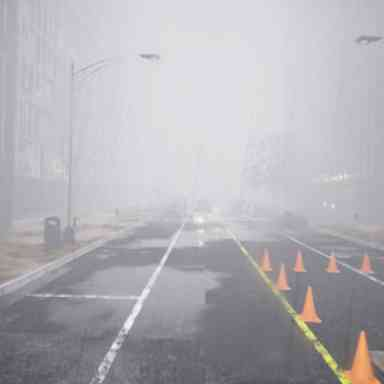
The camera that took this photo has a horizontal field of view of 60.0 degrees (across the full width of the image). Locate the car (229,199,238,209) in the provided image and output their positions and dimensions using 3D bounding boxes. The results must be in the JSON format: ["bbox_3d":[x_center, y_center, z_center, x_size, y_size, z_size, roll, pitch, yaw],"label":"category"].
[{"bbox_3d":[7.242,1.819,50.910,1.967,1.590,4.097,1,0,1],"label":"car"}]

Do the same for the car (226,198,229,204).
[{"bbox_3d":[7.383,1.842,56.601,1.967,1.590,4.097,1,0,1],"label":"car"}]

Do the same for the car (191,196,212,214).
[{"bbox_3d":[1.267,1.569,39.417,2.097,1.767,4.553,1,0,1],"label":"car"}]

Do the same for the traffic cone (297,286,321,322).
[{"bbox_3d":[2.157,2.031,6.116,0.340,0.580,0.340,1,0,1],"label":"traffic cone"}]

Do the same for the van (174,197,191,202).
[{"bbox_3d":[-1.414,1.506,39.741,1.690,1.788,3.998,1,0,1],"label":"van"}]

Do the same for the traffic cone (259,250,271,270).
[{"bbox_3d":[2.256,2.053,10.114,0.340,0.580,0.340,1,0,1],"label":"traffic cone"}]

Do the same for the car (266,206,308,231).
[{"bbox_3d":[6.534,1.829,22.456,1.802,1.307,4.206,1,0,1],"label":"car"}]

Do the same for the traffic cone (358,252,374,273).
[{"bbox_3d":[5.254,2.113,10.039,0.340,0.580,0.340,1,0,1],"label":"traffic cone"}]

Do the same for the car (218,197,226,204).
[{"bbox_3d":[7.945,2.032,79.363,1.887,1.381,4.507,1,0,1],"label":"car"}]

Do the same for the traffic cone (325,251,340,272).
[{"bbox_3d":[4.255,2.093,10.064,0.340,0.580,0.340,1,0,1],"label":"traffic cone"}]

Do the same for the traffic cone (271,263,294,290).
[{"bbox_3d":[2.207,2.042,8.114,0.340,0.580,0.340,1,0,1],"label":"traffic cone"}]

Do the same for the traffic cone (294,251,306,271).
[{"bbox_3d":[3.255,2.073,10.089,0.340,0.580,0.340,1,0,1],"label":"traffic cone"}]

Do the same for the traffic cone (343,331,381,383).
[{"bbox_3d":[2.108,2.020,4.116,0.340,0.580,0.340,1,0,1],"label":"traffic cone"}]

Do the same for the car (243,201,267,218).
[{"bbox_3d":[6.817,1.857,33.838,2.008,1.369,4.403,1,0,1],"label":"car"}]

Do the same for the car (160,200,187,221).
[{"bbox_3d":[-1.701,1.661,28.359,2.008,1.369,4.403,1,0,1],"label":"car"}]

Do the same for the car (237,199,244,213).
[{"bbox_3d":[6.958,1.883,39.528,2.008,1.369,4.403,1,0,1],"label":"car"}]
